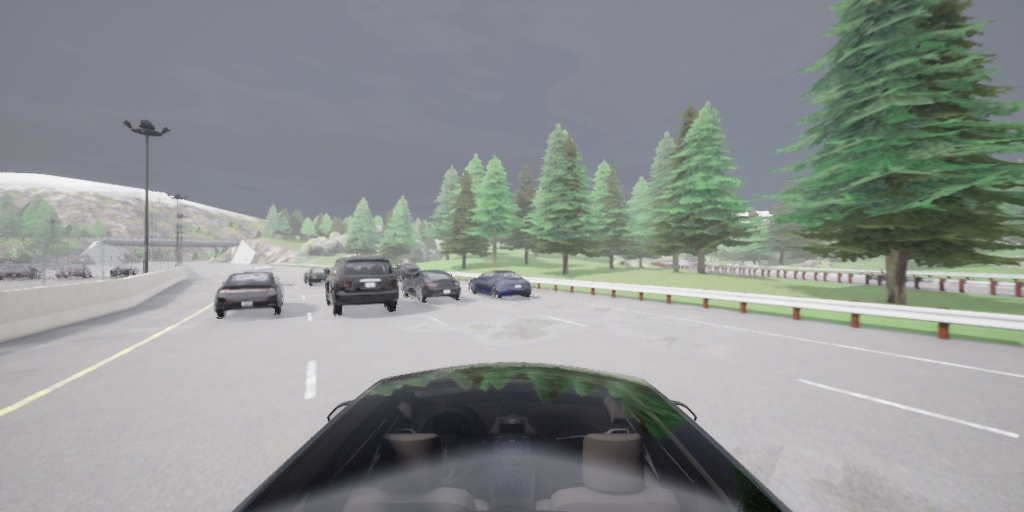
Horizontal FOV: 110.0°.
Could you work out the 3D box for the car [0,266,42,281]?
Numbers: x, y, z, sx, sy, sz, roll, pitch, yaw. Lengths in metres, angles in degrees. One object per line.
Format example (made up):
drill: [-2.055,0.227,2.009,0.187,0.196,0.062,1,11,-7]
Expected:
car: [-47.921,1.637,35.014,1.994,1.385,4.181,0,-1,-42]

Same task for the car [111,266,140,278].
car: [-42.332,1.693,39.273,1.895,1.301,4.718,0,-1,-42]

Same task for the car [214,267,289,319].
car: [-9.734,1.343,13.577,2.128,1.511,4.902,0,0,-31]

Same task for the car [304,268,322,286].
car: [-14.972,1.562,27.904,1.895,1.301,4.718,0,0,-35]

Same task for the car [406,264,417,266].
car: [-9.553,1.489,32.360,1.837,1.490,4.892,0,0,-35]

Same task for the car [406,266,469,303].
car: [-4.012,1.394,17.645,1.812,1.442,4.674,0,0,-31]

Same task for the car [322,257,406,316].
car: [-6.125,1.073,14.366,2.150,2.045,5.566,0,0,-31]

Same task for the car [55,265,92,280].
car: [-44.776,1.605,36.754,1.812,1.442,4.674,0,-1,-42]

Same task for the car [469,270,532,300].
car: [-0.729,1.437,18.969,1.994,1.385,4.181,0,0,-31]
